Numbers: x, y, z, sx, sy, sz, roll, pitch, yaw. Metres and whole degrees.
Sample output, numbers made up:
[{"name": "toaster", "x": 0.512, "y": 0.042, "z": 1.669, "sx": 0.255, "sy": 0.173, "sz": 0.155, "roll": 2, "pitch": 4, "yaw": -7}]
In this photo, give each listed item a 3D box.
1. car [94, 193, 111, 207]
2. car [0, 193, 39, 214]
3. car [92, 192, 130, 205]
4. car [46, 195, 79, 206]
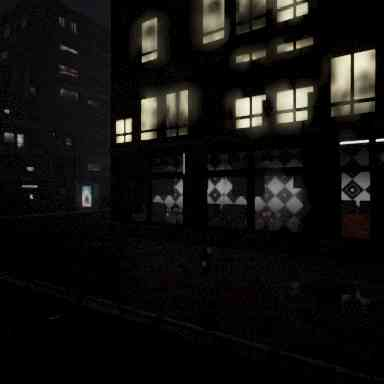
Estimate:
[{"name": "car", "x": -9.754, "y": 1.072, "z": 38.170, "sx": 1.947, "sy": 1.339, "sz": 4.313, "roll": 1, "pitch": 2, "yaw": 35}, {"name": "car", "x": -16.106, "y": 1.029, "z": 29.069, "sx": 2.192, "sy": 1.841, "sz": 5.009, "roll": 1, "pitch": 2, "yaw": 35}, {"name": "car", "x": -11.185, "y": 0.877, "z": 46.245, "sx": 2.128, "sy": 1.511, "sz": 4.902, "roll": 0, "pitch": 1, "yaw": 35}, {"name": "car", "x": -16.660, "y": 1.074, "z": 42.917, "sx": 1.802, "sy": 1.307, "sz": 4.206, "roll": 1, "pitch": 2, "yaw": 35}]
